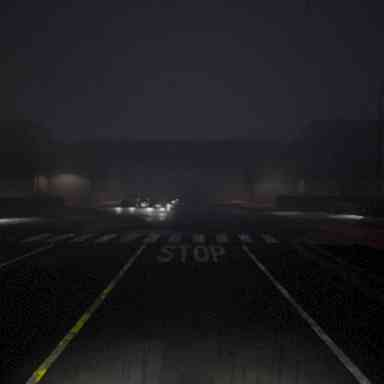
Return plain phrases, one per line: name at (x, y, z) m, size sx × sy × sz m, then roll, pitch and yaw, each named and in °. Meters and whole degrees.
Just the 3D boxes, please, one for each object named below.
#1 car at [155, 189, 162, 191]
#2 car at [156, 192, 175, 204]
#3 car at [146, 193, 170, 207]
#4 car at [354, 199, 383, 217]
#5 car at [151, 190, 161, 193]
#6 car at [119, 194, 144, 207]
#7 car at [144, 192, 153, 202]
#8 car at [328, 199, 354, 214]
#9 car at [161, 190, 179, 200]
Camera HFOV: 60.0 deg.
car at (-7.479, 0.441, 71.290) m, size 2.150 × 2.045 × 5.566 m, roll 0°, pitch 1°, yaw 0°
car at (-4.071, 1.048, 50.685) m, size 1.895 × 1.301 × 4.718 m, roll 0°, pitch 1°, yaw 1°
car at (-4.138, 1.151, 41.518) m, size 1.895 × 1.301 × 4.718 m, roll 0°, pitch 1°, yaw 0°
car at (15.820, 1.282, 26.793) m, size 4.181 × 1.385 × 1.994 m, roll 0°, pitch 1°, yaw 0°
car at (-7.511, 0.825, 60.670) m, size 2.128 × 1.511 × 4.902 m, roll 0°, pitch 1°, yaw 0°
car at (-7.674, 1.026, 41.583) m, size 1.882 × 1.535 × 5.008 m, roll 0°, pitch 1°, yaw 2°
car at (-7.579, 1.012, 50.574) m, size 1.994 × 1.385 × 4.181 m, roll 0°, pitch 1°, yaw 0°
car at (15.031, 1.279, 30.334) m, size 4.718 × 1.301 × 1.895 m, roll 0°, pitch 1°, yaw 2°
car at (-4.005, 0.822, 61.132) m, size 2.128 × 1.511 × 4.902 m, roll 0°, pitch 1°, yaw 0°
